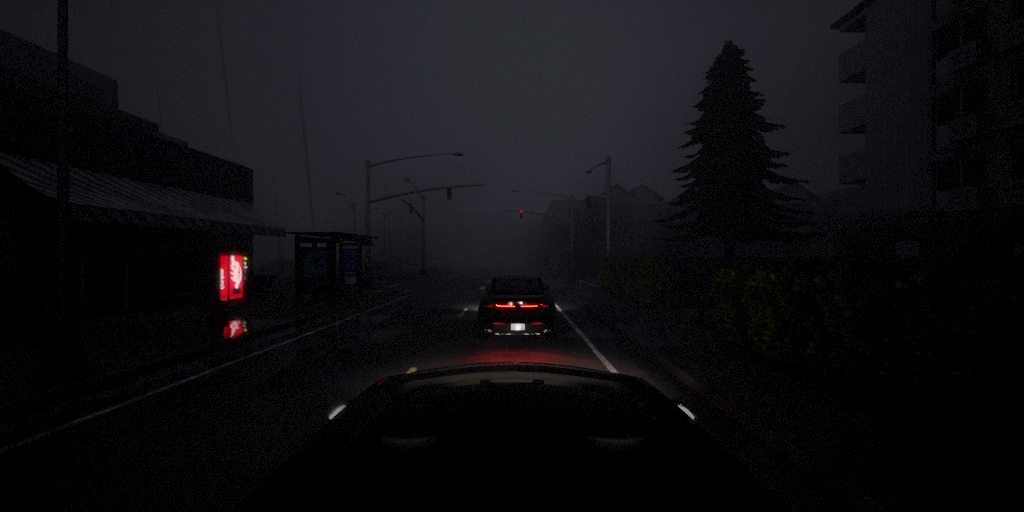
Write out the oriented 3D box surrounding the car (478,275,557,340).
[{"bbox_3d":[0.119,1.255,10.016,1.837,1.490,4.892,0,0,0],"label":"car"}]
